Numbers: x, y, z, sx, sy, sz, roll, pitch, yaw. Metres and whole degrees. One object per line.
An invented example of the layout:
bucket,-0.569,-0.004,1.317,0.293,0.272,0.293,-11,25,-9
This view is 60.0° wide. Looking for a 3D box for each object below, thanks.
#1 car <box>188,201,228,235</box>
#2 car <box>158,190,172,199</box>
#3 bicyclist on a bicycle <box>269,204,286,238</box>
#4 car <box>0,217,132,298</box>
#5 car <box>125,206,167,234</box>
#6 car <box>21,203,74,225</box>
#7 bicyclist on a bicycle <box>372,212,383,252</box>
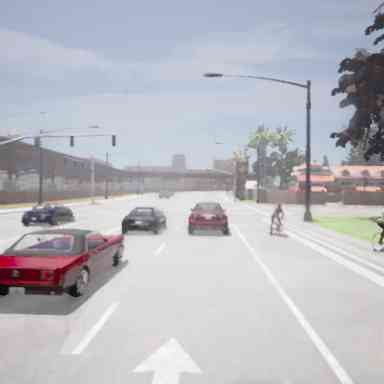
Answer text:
car,0.908,1.301,18.821,2.097,1.767,4.553,0,0,3
car,-6.841,0.624,80.904,2.150,2.045,5.566,0,1,3
bicyclist on a bicycle,4.334,1.432,16.738,0.582,1.620,1.656,0,0,-9
car,-3.111,1.554,8.401,1.895,1.301,4.718,0,0,4
car,-2.593,1.490,18.731,1.994,1.385,4.181,0,0,3
car,-9.547,1.432,22.259,1.994,1.385,4.181,0,0,3
bicyclist on a bicycle,7.046,1.313,11.864,1.656,1.620,0.582,1,0,-21
